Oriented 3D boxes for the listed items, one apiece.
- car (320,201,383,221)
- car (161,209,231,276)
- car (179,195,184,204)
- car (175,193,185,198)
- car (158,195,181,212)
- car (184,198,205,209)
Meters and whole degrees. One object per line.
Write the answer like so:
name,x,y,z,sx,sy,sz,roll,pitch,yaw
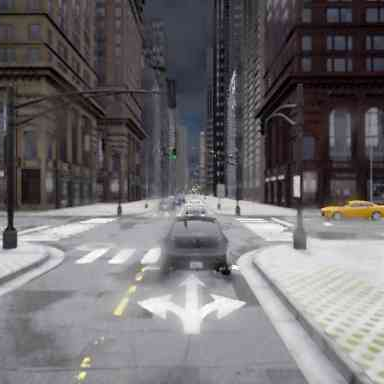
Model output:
car,12.902,1.475,26.721,5.008,1.535,1.882,0,0,0
car,0.103,1.497,10.329,1.837,1.490,4.892,0,0,0
car,-2.711,1.579,51.493,1.994,1.385,4.181,0,0,1
car,-2.535,1.262,66.908,2.150,2.045,5.566,0,0,1
car,-2.828,1.491,38.548,2.128,1.511,4.902,0,0,1
car,0.350,1.524,35.731,1.812,1.442,4.674,0,0,0
